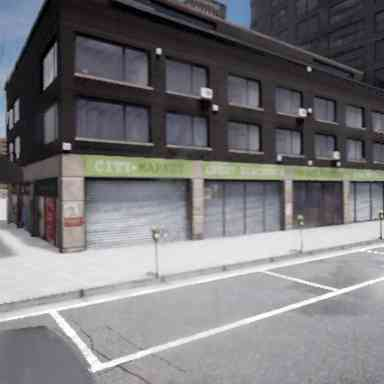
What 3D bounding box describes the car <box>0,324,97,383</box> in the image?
[{"bbox_3d":[-2.986,1.546,1.255,5.357,1.411,2.033,0,0,-35],"label":"car"}]
